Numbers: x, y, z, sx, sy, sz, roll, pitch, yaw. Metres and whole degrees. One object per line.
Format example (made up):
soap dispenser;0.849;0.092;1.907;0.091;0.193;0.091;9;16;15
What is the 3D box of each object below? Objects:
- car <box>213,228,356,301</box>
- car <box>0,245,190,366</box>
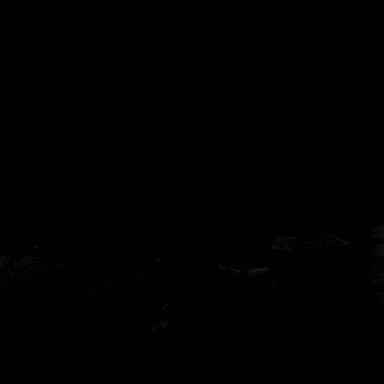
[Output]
car;2.448;1.582;8.280;4.206;1.307;1.802;0;0;-35
car;-2.032;1.566;5.087;4.313;1.339;1.947;0;0;-35
